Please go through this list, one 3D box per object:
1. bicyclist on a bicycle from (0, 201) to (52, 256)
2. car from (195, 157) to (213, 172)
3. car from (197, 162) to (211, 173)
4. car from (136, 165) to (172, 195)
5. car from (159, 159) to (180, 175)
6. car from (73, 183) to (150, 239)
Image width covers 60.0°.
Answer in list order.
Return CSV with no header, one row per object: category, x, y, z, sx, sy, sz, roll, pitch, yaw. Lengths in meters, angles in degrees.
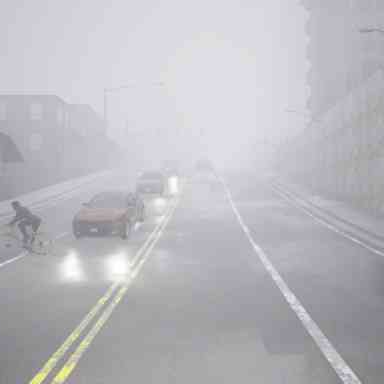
bicyclist on a bicycle,-4.895,1.081,9.652,1.656,1.620,0.582,-2,4,2
car,1.472,-3.391,39.899,2.097,1.767,4.553,0,6,2
car,1.788,-3.621,49.835,1.895,1.301,4.718,0,0,2
car,-2.791,-0.754,23.831,1.837,1.490,4.892,0,10,2
car,-2.359,-2.737,35.886,2.128,1.511,4.902,0,9,2
car,-3.168,0.728,13.507,1.882,1.535,5.008,0,6,2
